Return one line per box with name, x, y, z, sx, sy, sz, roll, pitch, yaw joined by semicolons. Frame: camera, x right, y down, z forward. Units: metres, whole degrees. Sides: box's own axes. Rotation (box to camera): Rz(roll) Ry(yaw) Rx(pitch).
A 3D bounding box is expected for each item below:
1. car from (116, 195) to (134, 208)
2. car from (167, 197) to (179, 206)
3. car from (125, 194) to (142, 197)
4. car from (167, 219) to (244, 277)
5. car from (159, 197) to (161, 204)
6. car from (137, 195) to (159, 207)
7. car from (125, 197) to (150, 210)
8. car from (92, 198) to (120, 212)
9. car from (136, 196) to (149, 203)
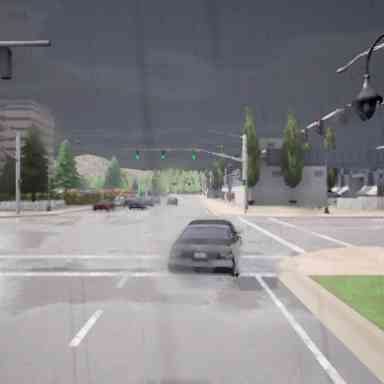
car;-10.577;1.557;49.679;2.128;1.511;4.902;0;0;0
car;-3.382;1.625;58.525;2.033;1.411;5.357;0;0;0
car;-10.522;1.627;60.143;2.033;1.411;5.357;0;0;1
car;0.602;1.562;10.395;2.033;1.411;5.357;0;0;9
car;-6.990;1.576;63.590;2.128;1.511;4.902;0;0;0
car;-7.064;1.618;53.323;2.033;1.411;5.357;0;0;0
car;-7.074;1.659;43.678;1.895;1.301;4.718;0;0;0
car;-10.582;1.654;40.411;1.895;1.301;4.718;0;0;0
car;-10.485;1.633;70.631;2.033;1.411;5.357;0;0;0
